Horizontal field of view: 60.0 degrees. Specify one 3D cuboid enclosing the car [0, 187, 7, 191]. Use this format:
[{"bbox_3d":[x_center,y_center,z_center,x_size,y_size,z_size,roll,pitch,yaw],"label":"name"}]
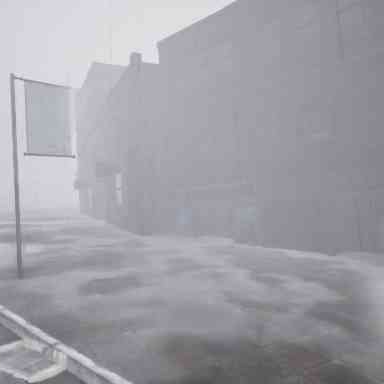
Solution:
[{"bbox_3d":[-47.416,-0.646,79.381,2.231,1.521,4.892,-4,-3,5],"label":"car"}]
